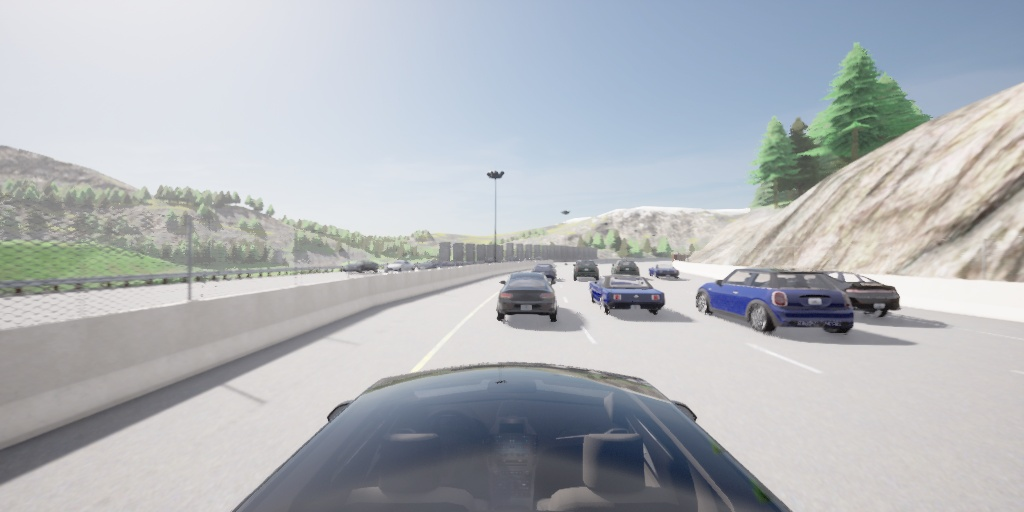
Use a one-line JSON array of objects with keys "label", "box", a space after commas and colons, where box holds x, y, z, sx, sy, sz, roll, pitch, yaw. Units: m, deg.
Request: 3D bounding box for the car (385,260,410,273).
[{"label": "car", "box": [-13.049, 1.245, 41.912, 1.812, 1.442, 4.674, 0, 0, 12]}]

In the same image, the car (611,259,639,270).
[{"label": "car", "box": [10.248, 1.131, 32.662, 2.097, 1.767, 4.553, 0, 0, 11]}]

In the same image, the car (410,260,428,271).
[{"label": "car", "box": [-9.436, 1.220, 42.044, 2.128, 1.511, 4.902, 0, 0, 13]}]

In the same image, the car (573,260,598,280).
[{"label": "car", "box": [6.421, 1.121, 31.269, 2.097, 1.767, 4.553, 0, 0, 10]}]

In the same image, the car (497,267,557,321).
[{"label": "car", "box": [0.540, 1.278, 12.339, 1.812, 1.442, 4.674, 0, 0, 3]}]

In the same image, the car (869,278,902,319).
[{"label": "car", "box": [11.129, 1.271, 13.101, 2.128, 1.511, 4.902, 0, 0, 4]}]

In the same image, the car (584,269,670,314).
[{"label": "car", "box": [4.145, 1.362, 13.750, 1.895, 1.301, 4.718, 0, 0, 4]}]

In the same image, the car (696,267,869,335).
[{"label": "car", "box": [7.477, 1.122, 10.837, 2.097, 1.767, 4.553, 0, 0, 3]}]

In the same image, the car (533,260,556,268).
[{"label": "car", "box": [2.790, 1.323, 30.848, 1.994, 1.385, 4.181, 0, 0, 10]}]

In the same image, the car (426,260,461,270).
[{"label": "car", "box": [-6.858, 1.336, 37.479, 1.895, 1.301, 4.718, 0, 0, 12]}]

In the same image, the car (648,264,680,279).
[{"label": "car", "box": [13.844, 1.389, 33.003, 1.895, 1.301, 4.718, 0, 0, 11]}]

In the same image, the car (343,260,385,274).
[{"label": "car", "box": [-16.944, 1.201, 40.407, 2.128, 1.511, 4.902, 0, 0, 12]}]
